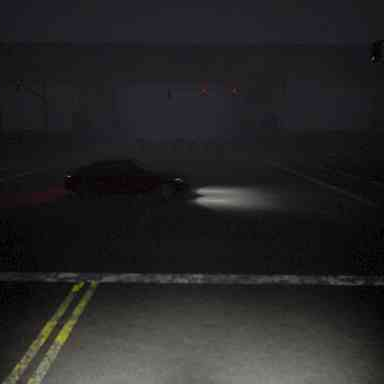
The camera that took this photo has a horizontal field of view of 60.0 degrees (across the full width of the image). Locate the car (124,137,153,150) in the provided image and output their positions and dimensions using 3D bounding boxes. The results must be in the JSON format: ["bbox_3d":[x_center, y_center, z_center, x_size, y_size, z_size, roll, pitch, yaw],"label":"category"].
[{"bbox_3d":[-6.454,-6.142,42.087,4.974,1.542,2.038,10,15,44],"label":"car"}]

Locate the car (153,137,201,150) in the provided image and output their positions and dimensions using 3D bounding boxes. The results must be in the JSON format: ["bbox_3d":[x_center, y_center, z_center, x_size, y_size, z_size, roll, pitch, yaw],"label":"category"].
[{"bbox_3d":[-1.847,-6.133,41.996,4.974,1.542,2.038,-7,13,-34],"label":"car"}]

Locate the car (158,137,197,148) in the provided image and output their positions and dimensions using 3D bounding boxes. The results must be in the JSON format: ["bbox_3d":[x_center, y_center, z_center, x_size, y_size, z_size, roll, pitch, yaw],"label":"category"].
[{"bbox_3d":[-1.805,-6.293,41.997,4.536,1.218,1.853,-7,13,-34],"label":"car"}]

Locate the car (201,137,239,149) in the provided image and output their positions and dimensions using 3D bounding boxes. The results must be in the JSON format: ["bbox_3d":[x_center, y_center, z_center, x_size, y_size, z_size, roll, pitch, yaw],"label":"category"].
[{"bbox_3d":[3.536,-6.264,42.655,4.974,1.542,2.038,6,12,29],"label":"car"}]

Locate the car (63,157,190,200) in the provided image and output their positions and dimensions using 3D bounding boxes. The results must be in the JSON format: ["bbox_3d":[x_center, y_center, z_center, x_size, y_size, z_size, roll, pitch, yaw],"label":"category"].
[{"bbox_3d":[-2.424,-0.563,12.581,4.674,1.442,1.812,0,11,1],"label":"car"}]

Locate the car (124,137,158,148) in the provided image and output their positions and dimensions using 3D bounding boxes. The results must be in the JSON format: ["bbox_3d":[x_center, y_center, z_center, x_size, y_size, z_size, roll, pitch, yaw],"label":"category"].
[{"bbox_3d":[-6.491,-6.303,42.094,4.536,1.218,1.853,10,15,44],"label":"car"}]

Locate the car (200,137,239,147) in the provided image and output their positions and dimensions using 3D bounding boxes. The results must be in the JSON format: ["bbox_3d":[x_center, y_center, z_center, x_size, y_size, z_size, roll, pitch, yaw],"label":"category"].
[{"bbox_3d":[3.491,-6.423,42.651,4.536,1.218,1.853,6,12,29],"label":"car"}]
